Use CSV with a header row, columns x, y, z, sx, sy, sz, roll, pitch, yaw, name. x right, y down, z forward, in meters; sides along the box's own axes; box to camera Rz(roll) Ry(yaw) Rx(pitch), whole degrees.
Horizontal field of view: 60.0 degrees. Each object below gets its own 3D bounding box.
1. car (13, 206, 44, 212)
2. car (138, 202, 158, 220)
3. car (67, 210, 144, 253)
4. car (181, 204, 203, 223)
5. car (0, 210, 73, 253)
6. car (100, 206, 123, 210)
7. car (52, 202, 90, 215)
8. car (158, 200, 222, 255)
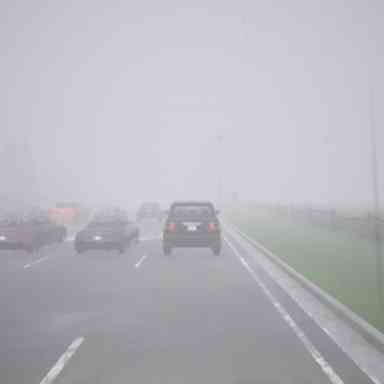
x,y,z,sx,sy,sz,roll,pitch,yaw,name
-13.998,1.876,29.106,1.895,1.301,4.718,0,-1,0,car
-3.497,1.625,29.087,2.097,1.767,4.553,0,-1,0,car
-3.497,1.700,14.321,1.994,1.385,4.181,0,0,0,car
0.005,1.804,29.373,1.812,1.442,4.674,0,0,0,car
-6.997,1.700,14.321,1.994,1.385,4.181,0,0,0,car
-6.998,1.876,29.105,1.895,1.301,4.718,0,-1,0,car
-10.497,1.625,29.087,2.097,1.767,4.553,0,-1,0,car
0.002,1.350,14.026,2.150,2.045,5.566,0,0,0,car
